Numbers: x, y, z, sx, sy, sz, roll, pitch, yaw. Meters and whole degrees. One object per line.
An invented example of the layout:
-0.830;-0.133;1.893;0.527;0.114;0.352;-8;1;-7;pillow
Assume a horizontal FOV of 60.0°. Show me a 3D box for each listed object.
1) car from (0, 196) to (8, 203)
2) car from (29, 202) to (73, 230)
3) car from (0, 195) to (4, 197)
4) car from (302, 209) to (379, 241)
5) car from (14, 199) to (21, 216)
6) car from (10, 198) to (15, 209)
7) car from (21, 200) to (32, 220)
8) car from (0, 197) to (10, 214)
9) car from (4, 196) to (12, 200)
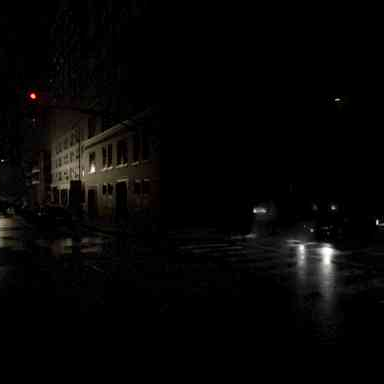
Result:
-41.315;1.559;72.449;1.947;1.339;4.313;1;0;-32;car
-8.797;1.568;21.031;1.947;1.339;4.313;1;0;-32;car
-29.490;1.550;53.751;2.008;1.369;4.403;1;0;-32;car
7.930;1.668;17.625;4.892;1.490;1.837;0;-1;-33;car
-14.709;1.553;30.379;2.008;1.369;4.403;1;0;-32;car
-17.665;1.547;35.054;1.887;1.381;4.507;1;0;-32;car
-11.753;1.547;25.705;1.887;1.381;4.507;1;0;-32;car
-20.065;1.528;34.054;1.812;1.442;4.674;0;0;-32;car
-23.578;1.567;44.403;1.947;1.339;4.313;1;0;-32;car
